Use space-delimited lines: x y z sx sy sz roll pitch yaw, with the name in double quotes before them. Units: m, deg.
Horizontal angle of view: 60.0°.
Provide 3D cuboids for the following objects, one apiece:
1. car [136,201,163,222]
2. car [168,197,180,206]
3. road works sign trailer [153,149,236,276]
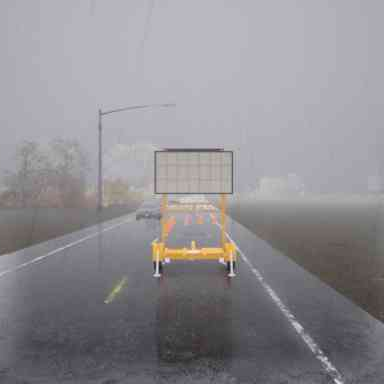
"car" -3.345 1.519 27.003 1.837 1.490 4.892 0 0 0
"car" -3.025 1.512 55.801 1.882 1.535 5.008 0 0 1
"road works sign trailer" 0.057 0.469 10.302 2.380 3.560 2.880 0 0 -1
